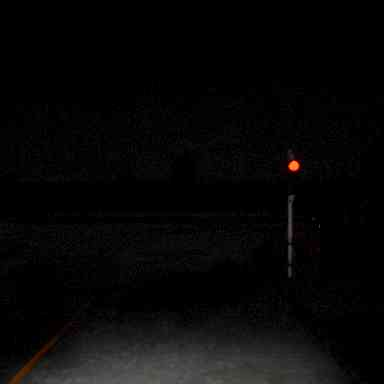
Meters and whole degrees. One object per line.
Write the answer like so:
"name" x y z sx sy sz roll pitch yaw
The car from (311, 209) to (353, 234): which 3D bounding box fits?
"car" 9.366 1.614 18.657 4.718 1.301 1.895 0 0 0
